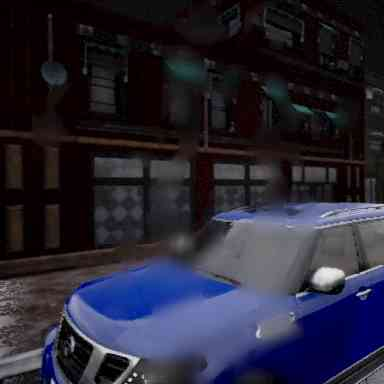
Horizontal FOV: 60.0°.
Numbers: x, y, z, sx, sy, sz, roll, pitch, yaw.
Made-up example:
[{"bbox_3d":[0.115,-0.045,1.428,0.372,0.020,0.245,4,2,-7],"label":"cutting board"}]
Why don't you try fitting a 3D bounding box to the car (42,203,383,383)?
[{"bbox_3d":[1.182,1.205,4.210,5.566,2.045,2.150,-1,0,-36],"label":"car"}]
